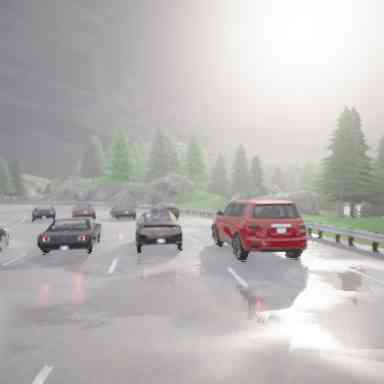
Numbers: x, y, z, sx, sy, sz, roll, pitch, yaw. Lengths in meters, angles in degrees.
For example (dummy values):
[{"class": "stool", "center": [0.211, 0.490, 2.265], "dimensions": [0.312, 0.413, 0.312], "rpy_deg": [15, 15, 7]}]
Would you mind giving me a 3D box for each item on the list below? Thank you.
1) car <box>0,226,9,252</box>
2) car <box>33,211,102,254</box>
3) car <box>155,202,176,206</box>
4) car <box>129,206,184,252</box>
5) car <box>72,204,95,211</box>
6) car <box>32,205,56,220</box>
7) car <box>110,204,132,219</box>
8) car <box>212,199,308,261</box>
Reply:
[{"class": "car", "center": [-8.099, 1.628, 11.584], "dimensions": [1.837, 1.490, 4.892], "rpy_deg": [0, 0, -9]}, {"class": "car", "center": [-4.937, 1.723, 14.069], "dimensions": [1.895, 1.301, 4.718], "rpy_deg": [0, 0, -10]}, {"class": "car", "center": [-2.579, 1.728, 31.167], "dimensions": [1.837, 1.490, 4.892], "rpy_deg": [0, 0, -21]}, {"class": "car", "center": [-1.536, 1.598, 14.594], "dimensions": [2.128, 1.511, 4.902], "rpy_deg": [0, 0, -10]}, {"class": "car", "center": [-10.502, 1.837, 32.130], "dimensions": [1.994, 1.385, 4.181], "rpy_deg": [0, 0, -23]}, {"class": "car", "center": [-13.441, 1.878, 30.336], "dimensions": [1.895, 1.301, 4.718], "rpy_deg": [0, 0, -23]}, {"class": "car", "center": [-6.625, 1.814, 31.936], "dimensions": [1.994, 1.385, 4.181], "rpy_deg": [0, 0, -21]}, {"class": "car", "center": [2.332, 1.295, 12.847], "dimensions": [2.150, 2.045, 5.566], "rpy_deg": [0, 0, -9]}]
